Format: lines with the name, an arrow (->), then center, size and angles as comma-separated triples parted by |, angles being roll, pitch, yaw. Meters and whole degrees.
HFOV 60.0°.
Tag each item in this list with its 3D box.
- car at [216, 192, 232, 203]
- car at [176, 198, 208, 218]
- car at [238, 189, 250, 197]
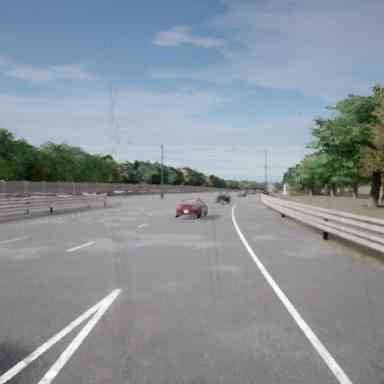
car -> 4.620, 0.831, 47.829 | 1.837, 1.490, 4.892 | 0, 1, 12
car -> 0.029, 1.166, 25.557 | 1.812, 1.442, 4.674 | 0, 1, 11
car -> 12.304, 0.416, 80.705 | 2.033, 1.411, 5.357 | 0, 1, 14
